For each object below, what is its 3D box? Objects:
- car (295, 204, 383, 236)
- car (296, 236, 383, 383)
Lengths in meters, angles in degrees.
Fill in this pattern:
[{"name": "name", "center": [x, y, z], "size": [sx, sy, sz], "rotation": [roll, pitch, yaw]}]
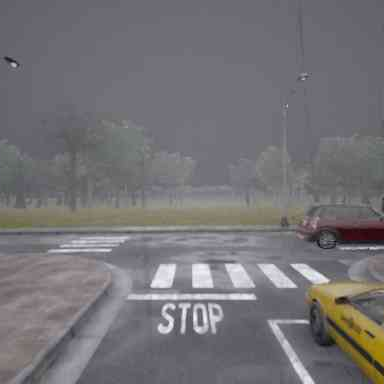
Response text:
[{"name": "car", "center": [6.662, 1.285, 13.458], "size": [4.553, 1.767, 2.097], "rotation": [-1, 0, 0]}, {"name": "car", "center": [2.637, 1.530, 3.518], "size": [1.752, 1.417, 4.829], "rotation": [0, 0, 0]}]
